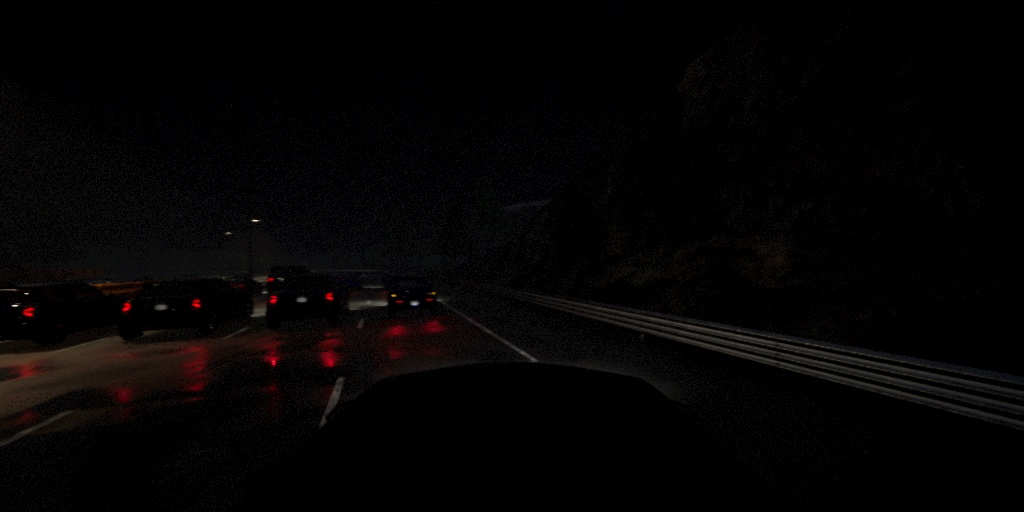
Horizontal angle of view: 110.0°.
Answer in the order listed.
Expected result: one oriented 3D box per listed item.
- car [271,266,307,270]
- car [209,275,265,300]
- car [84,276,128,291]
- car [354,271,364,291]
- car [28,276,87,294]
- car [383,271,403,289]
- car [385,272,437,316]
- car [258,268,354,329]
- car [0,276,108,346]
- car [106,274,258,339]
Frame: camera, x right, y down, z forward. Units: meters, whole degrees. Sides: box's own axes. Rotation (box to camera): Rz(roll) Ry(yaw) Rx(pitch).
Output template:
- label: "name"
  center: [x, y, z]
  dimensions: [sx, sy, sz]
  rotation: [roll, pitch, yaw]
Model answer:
- label: "car"
  center: [-15.482, 1.711, 25.341]
  dimensions: [2.150, 2.045, 5.566]
  rotation: [-1, -1, -20]
- label: "car"
  center: [-19.167, 2.147, 25.232]
  dimensions: [1.994, 1.385, 4.181]
  rotation: [-1, -1, -20]
- label: "car"
  center: [-45.510, 3.008, 40.347]
  dimensions: [1.812, 1.442, 4.674]
  rotation: [-1, -1, -29]
- label: "car"
  center: [-12.963, 1.946, 28.629]
  dimensions: [1.882, 1.535, 5.008]
  rotation: [-1, 0, -20]
- label: "car"
  center: [-48.358, 3.018, 38.294]
  dimensions: [2.128, 1.511, 4.902]
  rotation: [-1, -1, -29]
- label: "car"
  center: [-9.494, 1.914, 29.342]
  dimensions: [1.812, 1.442, 4.674]
  rotation: [-1, -1, -20]
- label: "car"
  center: [-4.316, 1.579, 15.258]
  dimensions: [1.812, 1.442, 4.674]
  rotation: [-1, -1, -19]
- label: "car"
  center: [-7.359, 1.458, 13.354]
  dimensions: [2.097, 1.767, 4.553]
  rotation: [-1, -1, -19]
- label: "car"
  center: [-13.940, 1.595, 10.973]
  dimensions: [2.097, 1.767, 4.553]
  rotation: [-1, -1, -19]
- label: "car"
  center: [-10.650, 1.527, 12.163]
  dimensions: [2.097, 1.767, 4.553]
  rotation: [-1, -1, -19]
